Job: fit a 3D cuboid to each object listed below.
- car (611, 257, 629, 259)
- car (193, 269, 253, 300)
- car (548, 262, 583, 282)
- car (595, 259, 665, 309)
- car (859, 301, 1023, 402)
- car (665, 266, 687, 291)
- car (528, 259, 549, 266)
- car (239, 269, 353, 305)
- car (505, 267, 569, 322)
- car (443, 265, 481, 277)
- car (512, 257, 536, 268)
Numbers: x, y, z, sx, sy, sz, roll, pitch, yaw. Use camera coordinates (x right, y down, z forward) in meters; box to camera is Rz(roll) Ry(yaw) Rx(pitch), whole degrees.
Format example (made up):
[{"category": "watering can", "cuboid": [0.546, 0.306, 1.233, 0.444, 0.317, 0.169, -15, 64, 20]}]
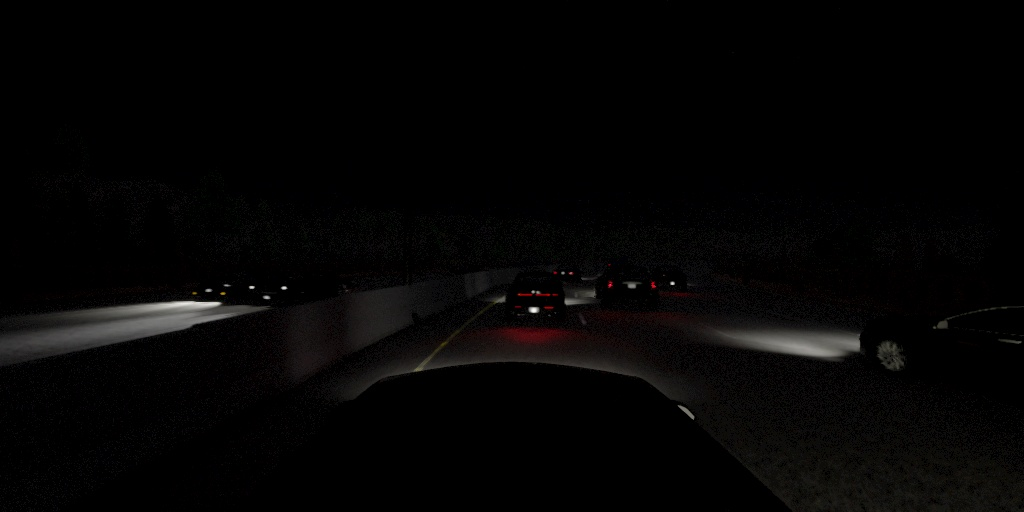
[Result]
[{"category": "car", "cuboid": [11.745, 1.137, 38.686, 2.150, 2.045, 5.566, 0, 0, 24]}, {"category": "car", "cuboid": [-12.756, 1.300, 17.369, 1.994, 1.385, 4.181, 0, 0, 8]}, {"category": "car", "cuboid": [4.801, 1.406, 30.578, 2.033, 1.411, 5.357, 0, 0, 18]}, {"category": "car", "cuboid": [4.841, 1.162, 15.619, 2.097, 1.767, 4.553, 0, 0, 9]}, {"category": "car", "cuboid": [7.266, 1.305, 4.549, 1.837, 1.490, 4.892, 0, 0, 1]}, {"category": "car", "cuboid": [9.972, 1.354, 23.270, 1.837, 1.490, 4.892, 0, 0, 14]}, {"category": "car", "cuboid": [5.106, 1.563, 56.129, 2.033, 1.411, 5.357, 0, -1, 32]}, {"category": "car", "cuboid": [-9.420, 1.349, 16.392, 1.895, 1.301, 4.718, 0, 0, 8]}, {"category": "car", "cuboid": [0.881, 1.289, 12.610, 1.837, 1.490, 4.892, 0, 0, 6]}, {"category": "car", "cuboid": [-3.618, 1.380, 27.214, 1.994, 1.385, 4.181, 0, 0, 15]}, {"category": "car", "cuboid": [2.247, 1.244, 58.112, 2.150, 2.045, 5.566, 0, 0, 32]}]
